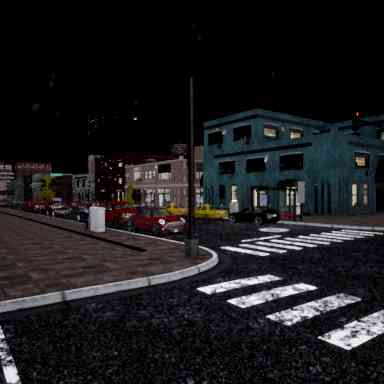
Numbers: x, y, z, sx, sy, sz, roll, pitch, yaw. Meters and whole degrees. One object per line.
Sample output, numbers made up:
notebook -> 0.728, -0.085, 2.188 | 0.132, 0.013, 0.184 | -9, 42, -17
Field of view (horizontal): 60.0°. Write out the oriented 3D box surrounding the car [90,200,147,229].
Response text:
car -> -5.454, 1.616, 24.824 | 2.192, 1.841, 5.009 | -1, 0, -36

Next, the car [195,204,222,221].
car -> 1.178, 1.753, 29.901 | 1.752, 1.417, 4.829 | -1, 0, -36

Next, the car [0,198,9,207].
car -> -42.470, 2.358, 74.798 | 2.192, 1.841, 5.009 | -1, 0, -36

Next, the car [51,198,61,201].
car -> -25.297, 2.265, 61.343 | 1.812, 1.442, 4.674 | -1, 0, -35

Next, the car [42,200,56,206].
car -> -32.340, 2.445, 75.219 | 1.887, 1.381, 4.507 | -1, 0, -36

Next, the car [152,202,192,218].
car -> -2.184, 1.821, 34.446 | 1.752, 1.417, 4.829 | -1, 0, -36

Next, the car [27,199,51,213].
car -> -22.264, 1.952, 47.551 | 2.192, 1.841, 5.009 | -1, 0, -36

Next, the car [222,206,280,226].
car -> 4.643, 1.725, 25.219 | 1.947, 1.339, 4.313 | -1, 0, -36

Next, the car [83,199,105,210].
car -> -15.533, 2.003, 52.491 | 1.967, 1.590, 4.097 | -1, 0, -36

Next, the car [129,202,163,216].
car -> -5.445, 1.911, 38.855 | 2.008, 1.369, 4.403 | -1, 0, -36

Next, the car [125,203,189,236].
car -> -2.089, 1.674, 20.279 | 1.967, 1.590, 4.097 | -1, 0, -36

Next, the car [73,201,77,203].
car -> -22.254, 2.279, 61.582 | 1.802, 1.307, 4.206 | -1, 0, -36

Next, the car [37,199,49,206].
car -> -35.803, 2.495, 79.901 | 1.752, 1.417, 4.829 | -1, 0, -36

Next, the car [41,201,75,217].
car -> -15.535, 2.053, 38.460 | 2.008, 1.369, 4.403 | -1, 0, -36

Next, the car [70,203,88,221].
car -> -8.811, 1.919, 29.370 | 2.008, 1.369, 4.403 | -1, 0, -36

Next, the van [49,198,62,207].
van -> -28.983, 2.174, 70.673 | 1.690, 1.788, 3.998 | -1, 0, -36
